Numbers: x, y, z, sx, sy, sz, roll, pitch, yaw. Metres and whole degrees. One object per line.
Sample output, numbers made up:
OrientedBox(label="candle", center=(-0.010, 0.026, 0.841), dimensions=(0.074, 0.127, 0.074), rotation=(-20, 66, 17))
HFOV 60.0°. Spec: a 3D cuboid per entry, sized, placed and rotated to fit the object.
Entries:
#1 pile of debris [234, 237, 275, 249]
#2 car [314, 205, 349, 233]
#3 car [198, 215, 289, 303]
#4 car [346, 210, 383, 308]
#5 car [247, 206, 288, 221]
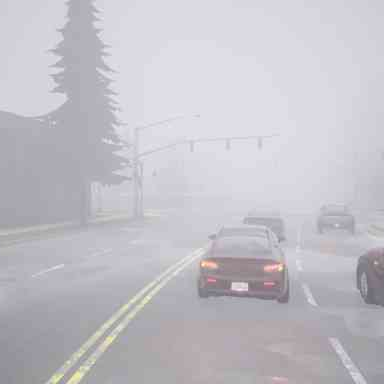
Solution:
OrientedBox(label="pile of debris", center=(2.728, 2.175, 14.287), dimensions=(1.500, 0.140, 1.860), rotation=(0, 0, 18))
OrientedBox(label="car", center=(8.137, 1.489, 19.080), dimensions=(2.128, 1.511, 4.902), rotation=(0, 0, 20))
OrientedBox(label="car", center=(1.323, 1.526, 8.200), dimensions=(1.812, 1.442, 4.674), rotation=(0, 0, 12))
OrientedBox(label="car", center=(4.297, 1.352, 5.127), dimensions=(2.097, 1.767, 4.553), rotation=(0, 0, 7))
OrientedBox(label="car", center=(3.827, 1.478, 17.116), dimensions=(1.882, 1.535, 5.008), rotation=(0, 0, 18))
